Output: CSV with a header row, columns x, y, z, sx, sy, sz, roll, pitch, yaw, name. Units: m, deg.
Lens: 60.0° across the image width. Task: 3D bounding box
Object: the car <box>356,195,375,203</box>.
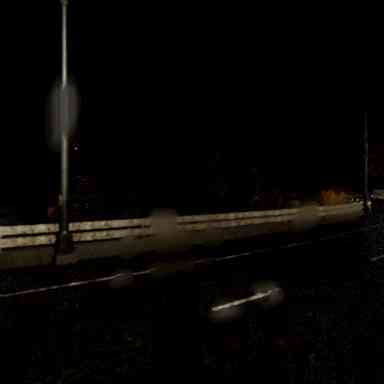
x,y,z,sx,sy,sz,roll,pitch,yaw,name
38.850,1.652,73.794,2.128,1.511,4.902,0,0,8,car
